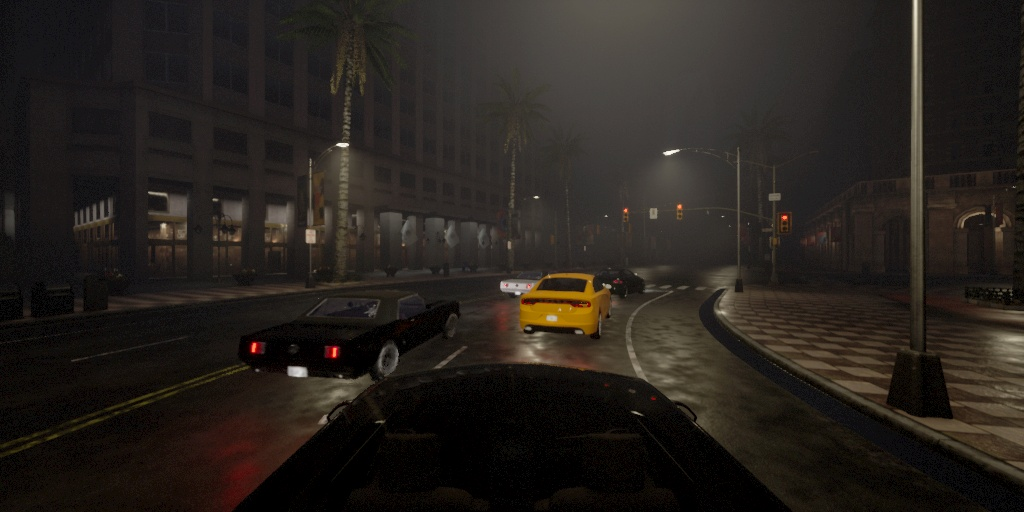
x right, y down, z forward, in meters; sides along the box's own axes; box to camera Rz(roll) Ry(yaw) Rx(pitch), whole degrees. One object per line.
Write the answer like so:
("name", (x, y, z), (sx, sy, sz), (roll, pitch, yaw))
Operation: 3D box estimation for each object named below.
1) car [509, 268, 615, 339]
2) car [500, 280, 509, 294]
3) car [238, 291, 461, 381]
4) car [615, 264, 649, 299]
("car", (1.725, 1.226, 10.265), (1.882, 1.535, 5.008), (0, 0, 20))
("car", (1.498, 1.349, 17.644), (1.895, 1.301, 4.718), (0, 0, 34))
("car", (-2.605, 1.350, 7.257), (1.895, 1.301, 4.718), (0, 0, 11))
("car", (5.367, 1.312, 18.408), (1.994, 1.385, 4.181), (0, 0, 36))
